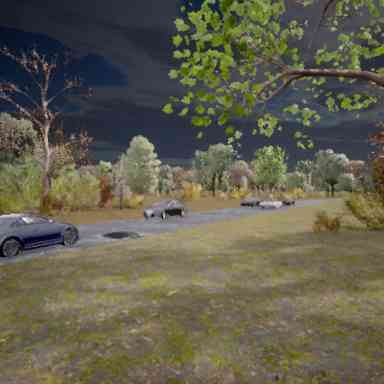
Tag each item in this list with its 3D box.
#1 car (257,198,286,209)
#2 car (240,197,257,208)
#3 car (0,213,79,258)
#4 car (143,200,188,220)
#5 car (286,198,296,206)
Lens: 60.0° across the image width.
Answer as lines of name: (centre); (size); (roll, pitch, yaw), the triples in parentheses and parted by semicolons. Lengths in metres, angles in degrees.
car: (10.629, 1.579, 44.435); (1.895, 1.301, 4.718); (0, 0, 29)
car: (8.360, 1.445, 46.718); (1.882, 1.535, 5.008); (0, 0, 29)
car: (-6.307, 1.503, 12.667); (1.994, 1.385, 4.181); (0, 0, 22)
car: (-2.121, 1.436, 27.478); (2.128, 1.511, 4.902); (0, 0, 28)
car: (15.117, 1.586, 52.840); (1.895, 1.301, 4.718); (0, 0, 28)
